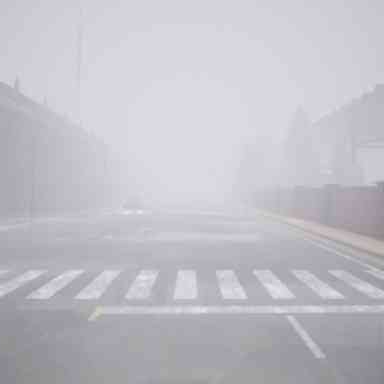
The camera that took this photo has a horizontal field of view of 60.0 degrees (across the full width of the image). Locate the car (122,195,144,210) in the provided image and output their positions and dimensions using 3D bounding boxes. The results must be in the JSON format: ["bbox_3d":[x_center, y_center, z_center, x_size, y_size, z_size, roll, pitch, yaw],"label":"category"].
[{"bbox_3d":[-6.986,1.200,39.956,2.097,1.767,4.553,0,0,-1],"label":"car"}]

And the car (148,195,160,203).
[{"bbox_3d":[-7.462,1.350,65.866,2.033,1.411,5.357,0,0,-1],"label":"car"}]
